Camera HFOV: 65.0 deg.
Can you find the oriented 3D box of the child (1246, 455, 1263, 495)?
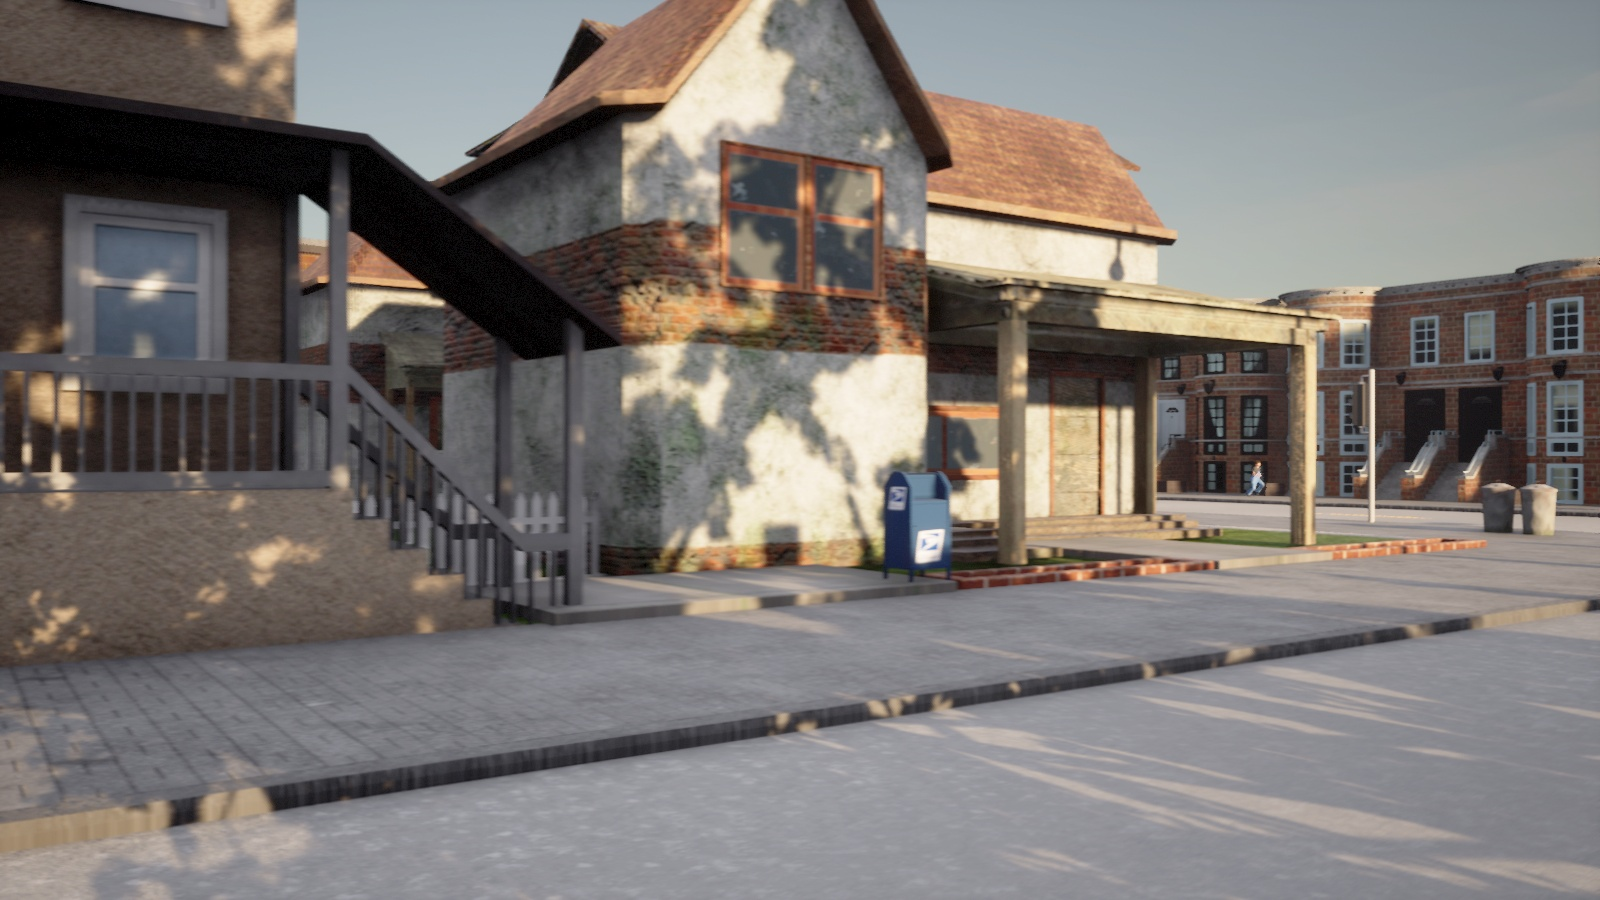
[{"bbox_3d":[14.647,0.803,40.447,0.270,1.263,0.437,0,0,-30],"label":"child"}]
